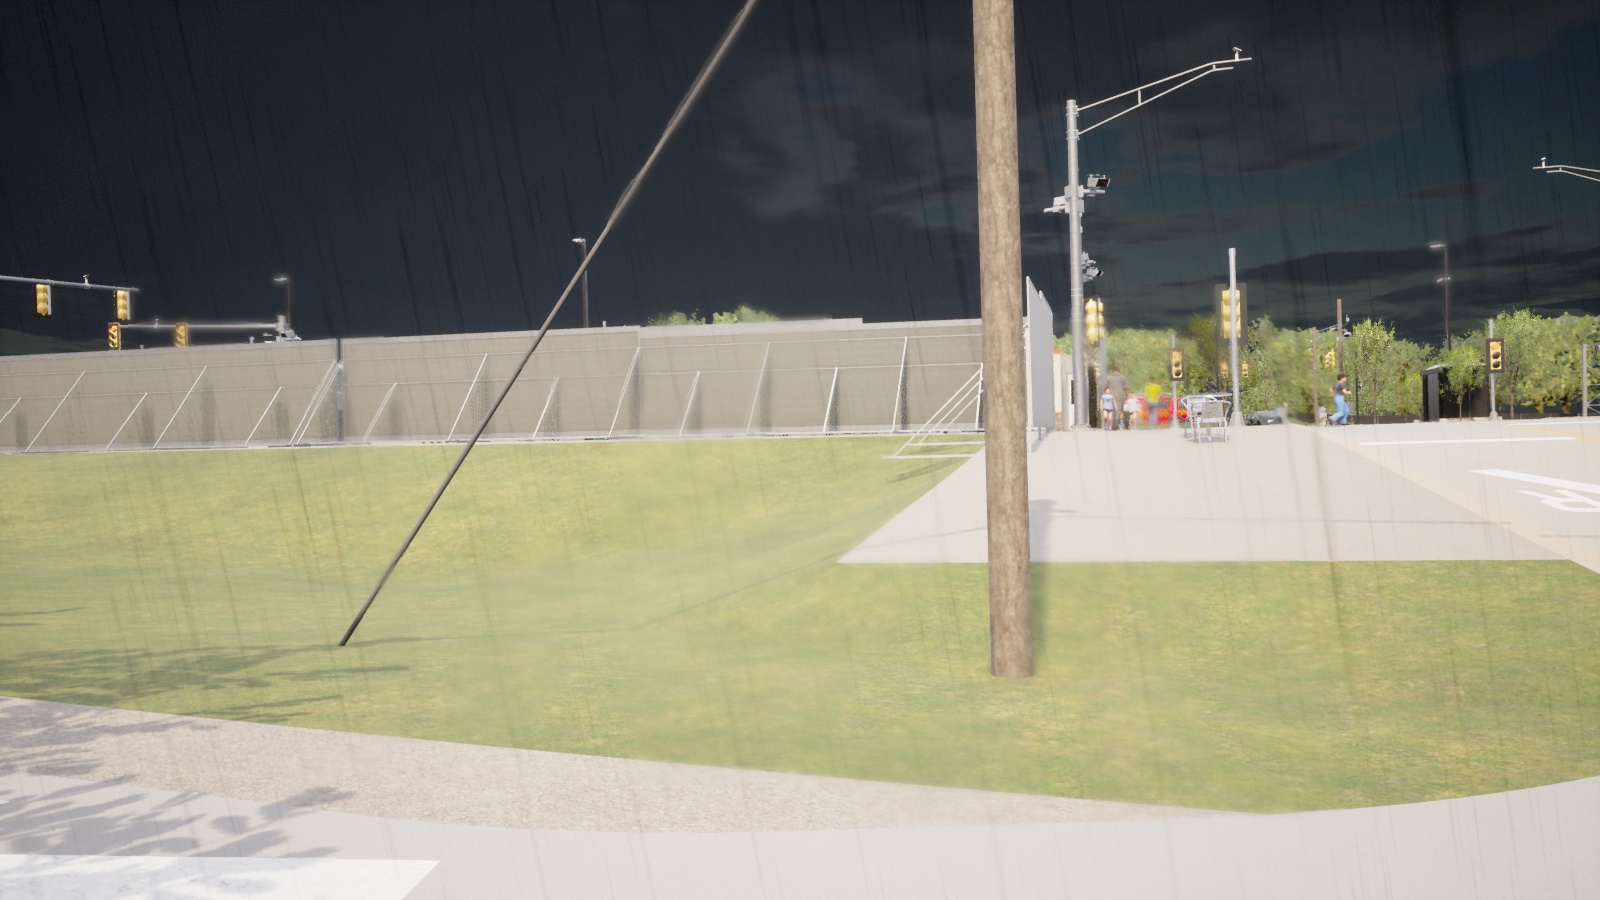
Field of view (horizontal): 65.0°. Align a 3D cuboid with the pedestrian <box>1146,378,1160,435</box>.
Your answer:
[{"bbox_3d":[11.490,-1.411,40.882,0.354,1.836,0.706,-1,0,19],"label":"pedestrian"}]

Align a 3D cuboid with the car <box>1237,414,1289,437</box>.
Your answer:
[{"bbox_3d":[31.368,-1.673,85.203,2.163,1.488,4.792,-1,1,7],"label":"car"}]

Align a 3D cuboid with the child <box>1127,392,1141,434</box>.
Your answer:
[{"bbox_3d":[8.976,-0.987,33.750,0.255,1.110,0.394,-1,0,26],"label":"child"}]

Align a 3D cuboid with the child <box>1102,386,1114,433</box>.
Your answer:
[{"bbox_3d":[7.445,-0.971,30.345,0.255,1.110,0.394,-1,0,11],"label":"child"}]

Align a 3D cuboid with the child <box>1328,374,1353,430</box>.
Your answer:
[{"bbox_3d":[12.334,-1.100,28.662,0.437,1.263,0.270,-1,0,8],"label":"child"}]

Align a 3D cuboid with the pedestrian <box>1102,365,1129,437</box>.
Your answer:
[{"bbox_3d":[8.734,-1.332,34.728,0.659,1.952,0.873,-1,0,16],"label":"pedestrian"}]
